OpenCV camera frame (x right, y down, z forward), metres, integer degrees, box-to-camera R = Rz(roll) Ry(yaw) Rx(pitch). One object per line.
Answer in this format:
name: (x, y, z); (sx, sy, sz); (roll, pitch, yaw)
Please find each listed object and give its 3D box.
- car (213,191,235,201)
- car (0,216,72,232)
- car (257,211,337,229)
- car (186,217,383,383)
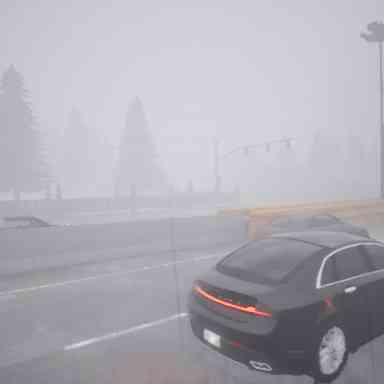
car: (4.726, 0.569, 50.116); (2.128, 1.511, 4.902); (-2, 1, -35)
car: (-6.699, 1.576, 12.109); (4.718, 1.301, 1.895); (-1, 1, -36)
car: (3.912, 1.323, 10.852); (4.181, 1.385, 1.994); (-2, 1, -34)
car: (2.198, 1.398, 5.320); (4.892, 1.490, 1.837); (-2, 1, -35)
